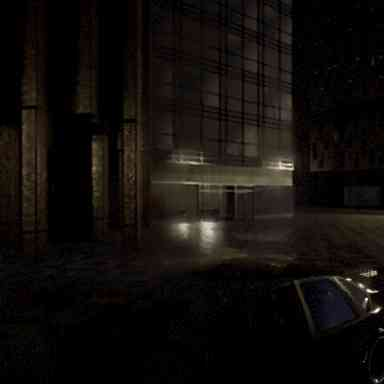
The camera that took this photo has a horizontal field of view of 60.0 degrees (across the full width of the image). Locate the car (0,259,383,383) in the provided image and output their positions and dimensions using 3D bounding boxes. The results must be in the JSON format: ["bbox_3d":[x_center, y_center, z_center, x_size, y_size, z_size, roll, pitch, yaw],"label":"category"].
[{"bbox_3d":[0.584,1.570,3.796,5.357,1.411,2.033,1,0,-35],"label":"car"}]
